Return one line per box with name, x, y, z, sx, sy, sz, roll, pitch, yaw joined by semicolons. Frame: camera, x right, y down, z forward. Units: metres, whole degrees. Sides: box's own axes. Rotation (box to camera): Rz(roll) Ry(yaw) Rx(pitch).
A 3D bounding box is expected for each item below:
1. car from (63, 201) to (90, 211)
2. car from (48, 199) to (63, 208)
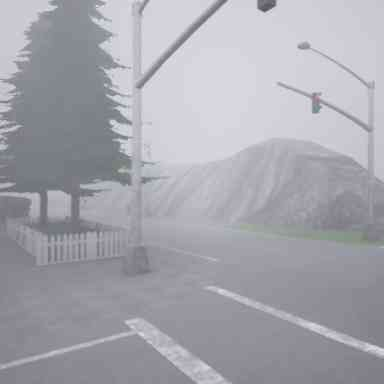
car;-15.130;1.843;44.010;1.895;1.301;4.718;0;0;-35
car;-21.512;1.768;53.033;1.812;1.442;4.674;0;0;-35
